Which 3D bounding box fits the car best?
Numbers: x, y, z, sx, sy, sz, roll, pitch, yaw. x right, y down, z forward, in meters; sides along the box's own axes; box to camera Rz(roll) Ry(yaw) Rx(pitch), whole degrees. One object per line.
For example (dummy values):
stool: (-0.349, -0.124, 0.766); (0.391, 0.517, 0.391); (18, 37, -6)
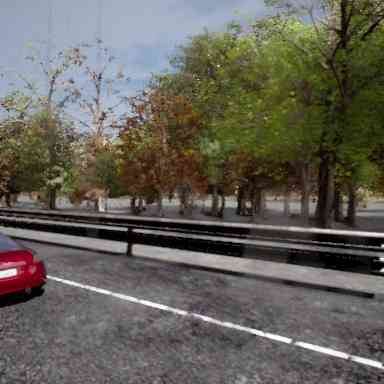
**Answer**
car: (-5.183, 1.523, 7.538); (4.181, 1.385, 1.994); (0, 0, 35)
